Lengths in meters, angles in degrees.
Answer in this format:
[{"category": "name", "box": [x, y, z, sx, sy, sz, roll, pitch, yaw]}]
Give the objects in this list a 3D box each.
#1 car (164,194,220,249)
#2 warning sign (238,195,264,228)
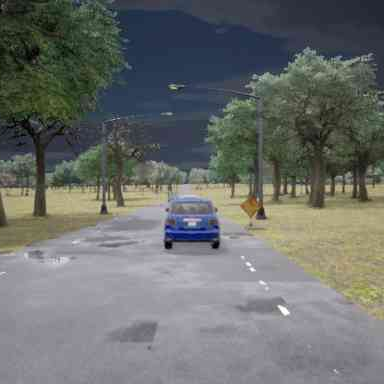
[{"category": "car", "box": [-0.009, 1.266, 14.693, 2.150, 2.045, 5.566, 0, 0, 0]}, {"category": "warning sign", "box": [3.504, 1.132, 19.769, 1.300, 1.860, 1.060, 1, 1, -1]}]
